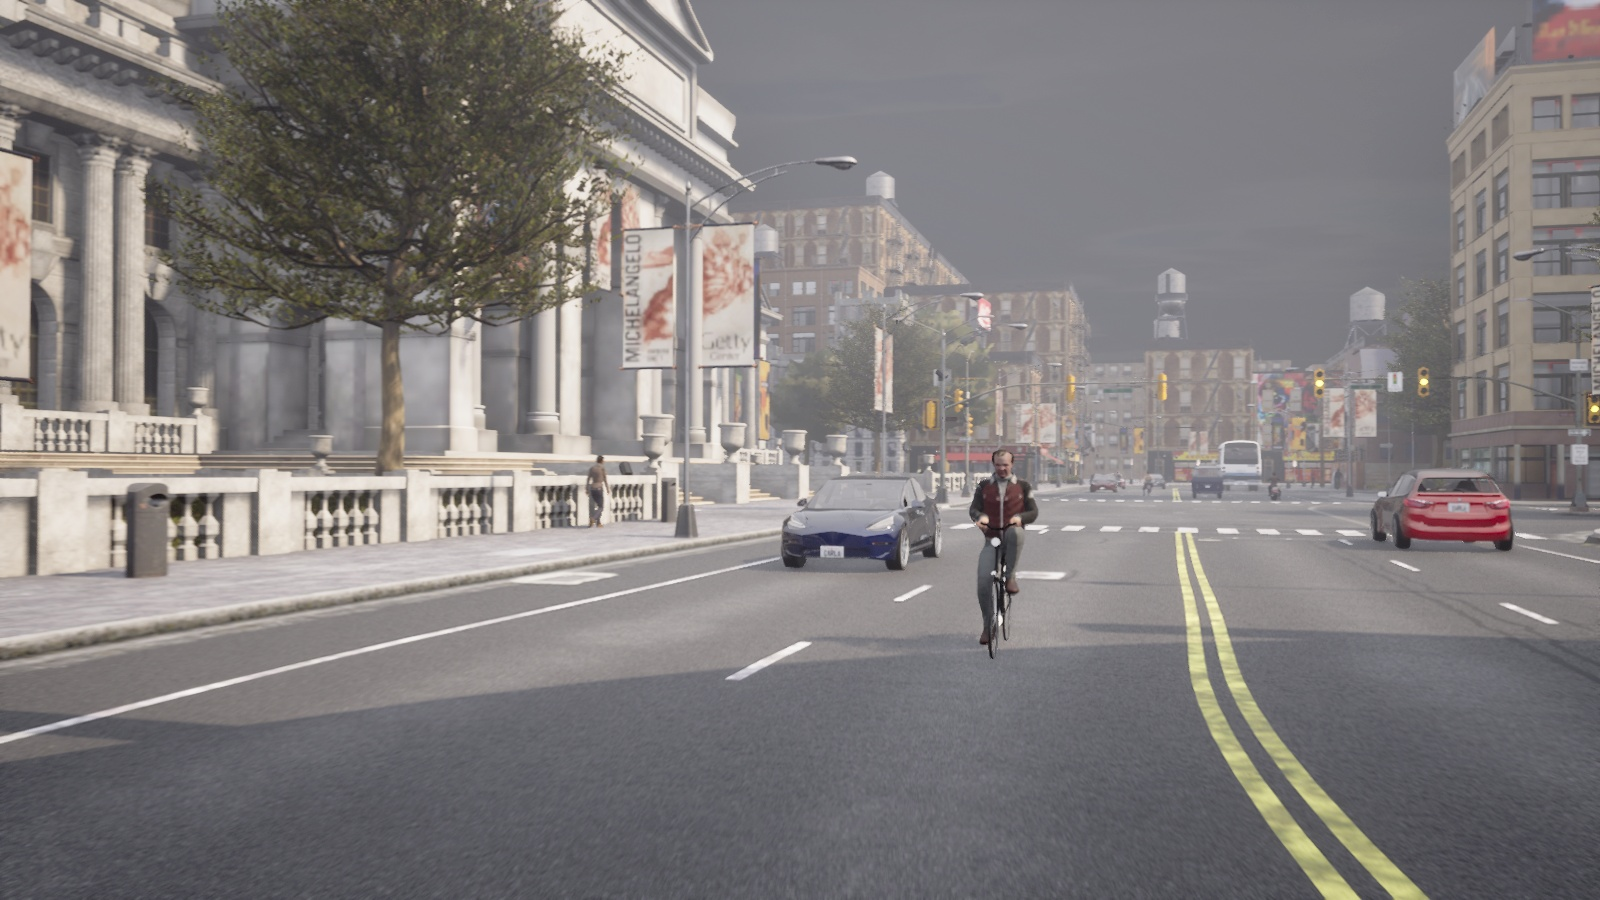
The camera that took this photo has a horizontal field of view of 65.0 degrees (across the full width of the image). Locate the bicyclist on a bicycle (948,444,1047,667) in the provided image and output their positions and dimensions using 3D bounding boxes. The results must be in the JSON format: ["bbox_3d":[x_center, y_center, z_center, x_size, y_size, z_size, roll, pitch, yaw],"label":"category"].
[{"bbox_3d":[1.759,0.860,11.007,0.659,1.776,1.843,0,-1,15],"label":"bicyclist on a bicycle"}]

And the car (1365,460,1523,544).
[{"bbox_3d":[13.947,1.064,27.495,2.242,1.667,4.611,0,-1,16],"label":"car"}]

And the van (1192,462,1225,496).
[{"bbox_3d":[24.901,1.741,76.610,1.775,1.987,4.442,0,-1,17],"label":"van"}]

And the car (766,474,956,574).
[{"bbox_3d":[1.185,1.161,21.406,2.163,1.488,4.792,0,-1,16],"label":"car"}]

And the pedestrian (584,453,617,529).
[{"bbox_3d":[-4.813,0.985,30.343,0.328,1.805,0.869,-1,-1,28],"label":"pedestrian"}]
